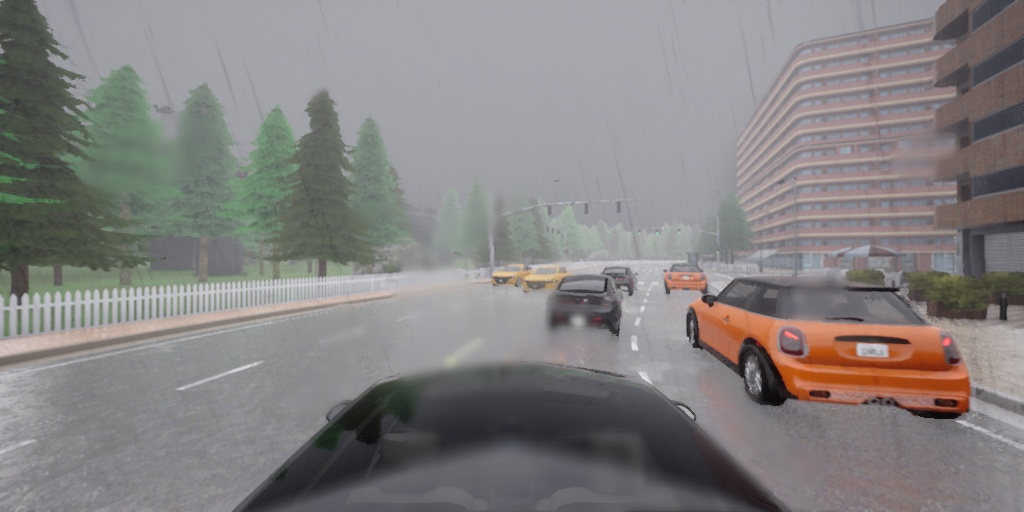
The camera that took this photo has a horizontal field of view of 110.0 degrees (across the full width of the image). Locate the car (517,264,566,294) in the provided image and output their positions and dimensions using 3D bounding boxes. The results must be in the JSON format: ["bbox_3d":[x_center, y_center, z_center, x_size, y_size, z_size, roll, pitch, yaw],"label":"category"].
[{"bbox_3d":[2.225,1.318,20.915,1.882,1.535,5.008,0,-1,23],"label":"car"}]

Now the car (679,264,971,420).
[{"bbox_3d":[4.629,1.126,6.232,2.097,1.767,4.553,0,0,12],"label":"car"}]

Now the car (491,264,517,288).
[{"bbox_3d":[0.265,1.336,25.244,1.882,1.535,5.008,0,-1,23],"label":"car"}]

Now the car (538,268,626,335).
[{"bbox_3d":[2.346,1.300,10.805,1.837,1.490,4.892,0,0,18],"label":"car"}]

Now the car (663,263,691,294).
[{"bbox_3d":[10.049,1.201,21.002,2.097,1.767,4.553,0,0,22],"label":"car"}]

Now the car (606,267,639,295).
[{"bbox_3d":[6.107,1.350,20.618,1.837,1.490,4.892,0,0,22],"label":"car"}]
